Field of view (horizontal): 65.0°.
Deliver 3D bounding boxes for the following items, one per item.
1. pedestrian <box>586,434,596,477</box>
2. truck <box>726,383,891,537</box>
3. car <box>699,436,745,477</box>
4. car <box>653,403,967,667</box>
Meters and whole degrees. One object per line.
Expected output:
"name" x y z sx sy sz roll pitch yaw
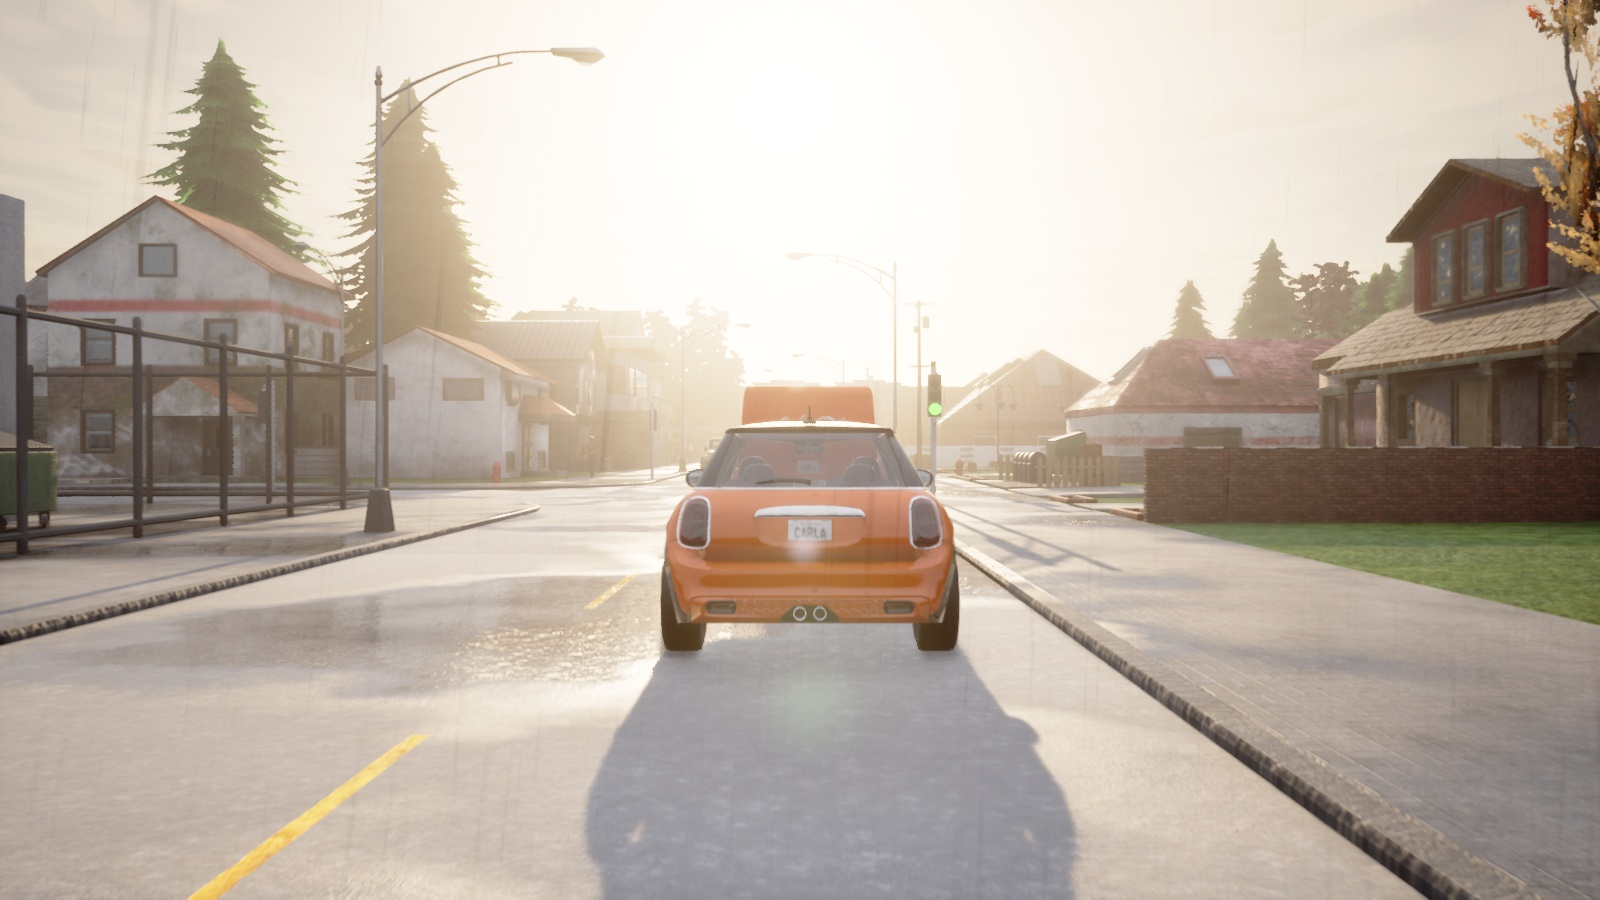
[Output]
"pedestrian" -8.877 0.231 53.400 0.331 1.846 0.634 0 0 1
"truck" 0.152 0.164 22.686 2.627 2.467 5.204 0 0 0
"car" -3.632 0.299 58.904 1.905 1.878 3.866 0 0 0
"car" 0.079 0.561 10.684 2.097 1.767 4.553 0 0 0
